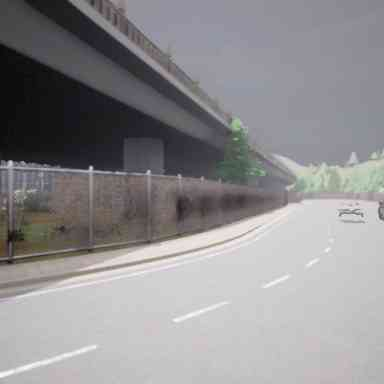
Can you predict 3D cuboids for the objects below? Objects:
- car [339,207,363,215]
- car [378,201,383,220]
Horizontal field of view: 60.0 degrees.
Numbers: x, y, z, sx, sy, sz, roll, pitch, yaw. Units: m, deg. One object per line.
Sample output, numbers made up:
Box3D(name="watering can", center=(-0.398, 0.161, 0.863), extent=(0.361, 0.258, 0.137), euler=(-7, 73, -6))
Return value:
Box3D(name="car", center=(13.174, 1.426, 27.797), extent=(1.895, 1.301, 4.718), euler=(-1, -1, 21))
Box3D(name="car", center=(16.824, 1.407, 27.246), extent=(2.150, 2.045, 5.566), euler=(-1, -1, 22))
